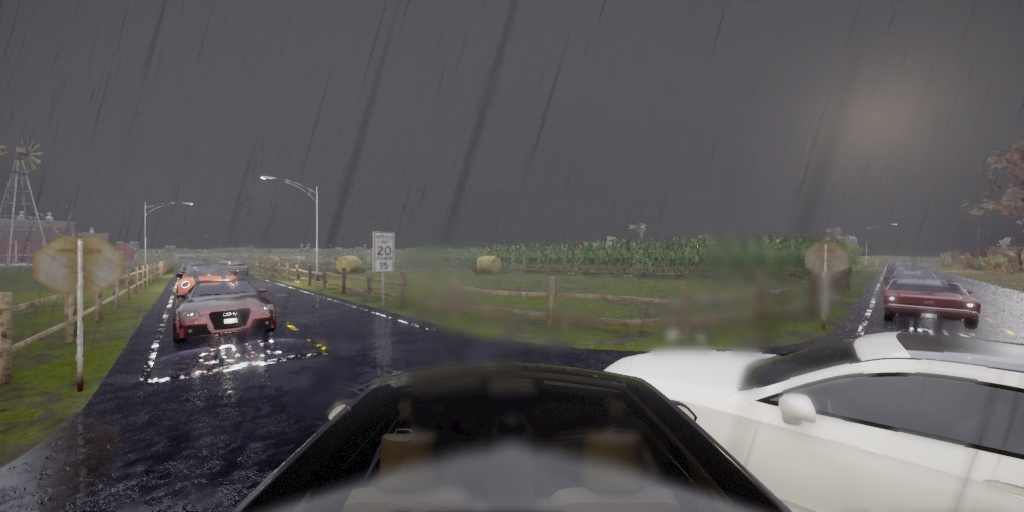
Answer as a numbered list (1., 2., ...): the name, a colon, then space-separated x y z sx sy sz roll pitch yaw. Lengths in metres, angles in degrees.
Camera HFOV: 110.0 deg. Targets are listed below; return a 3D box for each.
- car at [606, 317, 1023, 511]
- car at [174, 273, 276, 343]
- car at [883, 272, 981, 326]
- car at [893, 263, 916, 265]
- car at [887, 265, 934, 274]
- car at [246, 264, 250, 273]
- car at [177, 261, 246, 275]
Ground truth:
1. car: 2.819 1.293 2.489 1.812 1.442 4.674 0 1 -44
2. car: -8.031 1.359 9.973 1.994 1.385 4.181 0 0 -43
3. car: 13.412 1.398 11.651 4.718 1.301 1.895 0 1 -44
4. car: 27.122 1.402 24.600 4.181 1.385 1.994 0 1 -43
5. car: 20.427 1.364 18.282 5.357 1.411 2.033 0 1 -43
6. car: -27.316 1.300 35.504 2.128 1.511 4.902 0 0 -42
7. car: -13.869 1.148 16.401 2.097 1.767 4.553 0 0 -42
